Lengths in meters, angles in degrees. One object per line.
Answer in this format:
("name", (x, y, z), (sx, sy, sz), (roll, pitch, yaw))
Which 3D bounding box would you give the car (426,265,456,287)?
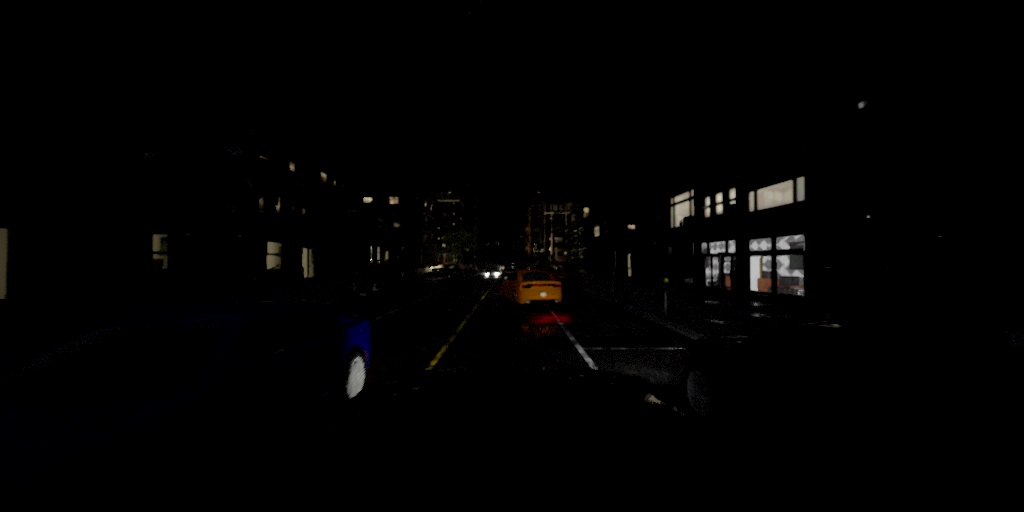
("car", (-5.691, 1.555, 27.244), (1.802, 1.307, 4.207), (0, 0, 0))

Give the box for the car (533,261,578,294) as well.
("car", (2.691, 1.238, 21.710), (2.192, 1.841, 5.009), (0, 0, 0))

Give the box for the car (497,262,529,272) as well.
("car", (0.080, 1.497, 30.784), (2.128, 1.511, 4.902), (0, 0, 0))

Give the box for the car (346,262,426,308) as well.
("car", (-5.690, 1.190, 16.179), (2.192, 1.841, 5.009), (0, 0, 0))

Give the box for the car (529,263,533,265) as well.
("car", (2.689, 1.588, 32.776), (1.948, 1.339, 4.313), (0, 0, 0))

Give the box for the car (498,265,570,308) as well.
("car", (0.768, 1.353, 16.251), (1.882, 1.535, 5.008), (0, 0, -10))

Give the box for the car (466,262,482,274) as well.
("car", (-5.762, 1.710, 50.850), (1.751, 1.417, 4.829), (0, 0, 0))

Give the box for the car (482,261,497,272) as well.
("car", (-3.039, 1.824, 55.194), (1.895, 1.301, 4.718), (0, -1, 1))

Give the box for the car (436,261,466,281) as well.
("car", (-5.691, 1.462, 32.777), (1.967, 1.591, 4.097), (0, 0, 0))

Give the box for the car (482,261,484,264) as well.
("car", (-5.816, 1.836, 62.085), (2.007, 1.370, 4.403), (0, 0, 0))

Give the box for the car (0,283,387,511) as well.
("car", (-3.101, 1.244, 3.551), (1.882, 1.535, 5.008), (0, 0, 0))

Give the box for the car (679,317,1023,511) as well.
("car", (3.146, 1.264, 2.884), (1.837, 1.490, 4.892), (0, 0, 0))
